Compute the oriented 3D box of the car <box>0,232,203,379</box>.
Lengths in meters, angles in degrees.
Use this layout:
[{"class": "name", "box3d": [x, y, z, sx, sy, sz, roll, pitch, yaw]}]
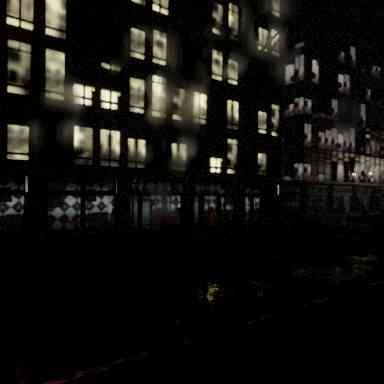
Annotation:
[{"class": "car", "box3d": [-1.897, 1.451, 5.202, 4.097, 1.590, 1.967, 1, 0, -36]}]
